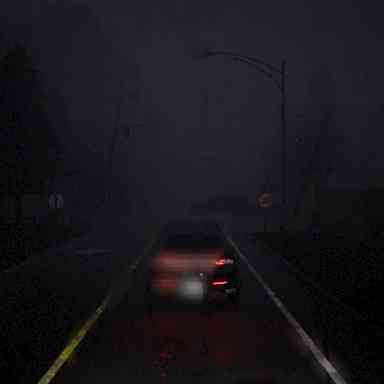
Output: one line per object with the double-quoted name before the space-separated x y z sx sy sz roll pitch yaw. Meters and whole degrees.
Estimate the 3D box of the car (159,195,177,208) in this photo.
"car" -3.584 1.547 47.364 2.033 1.411 5.357 0 0 0

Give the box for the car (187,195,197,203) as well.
"car" 0.011 1.491 69.592 2.128 1.511 4.902 0 0 0

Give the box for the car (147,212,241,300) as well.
"car" 0.055 1.492 8.361 2.128 1.511 4.902 0 0 0

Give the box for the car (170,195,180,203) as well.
"car" -3.500 1.503 68.485 1.837 1.490 4.892 0 0 0

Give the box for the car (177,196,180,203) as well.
"car" -3.567 1.478 57.604 1.882 1.535 5.008 0 0 0

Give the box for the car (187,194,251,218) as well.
"car" 2.528 1.219 29.968 5.566 2.045 2.150 0 0 -2
